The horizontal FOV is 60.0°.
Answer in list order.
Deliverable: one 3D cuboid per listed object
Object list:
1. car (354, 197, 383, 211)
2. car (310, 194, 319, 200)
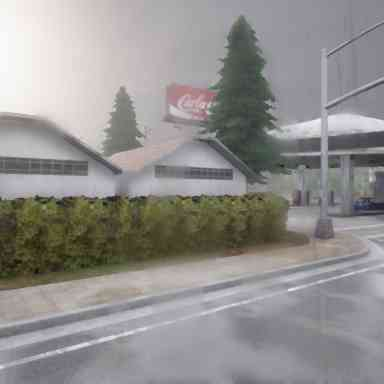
[{"bbox_3d":[21.164,1.474,39.538,4.611,1.667,2.242,0,0,-36],"label":"car"},{"bbox_3d":[32.248,1.318,89.028,2.152,1.636,5.027,0,0,-36],"label":"car"}]
